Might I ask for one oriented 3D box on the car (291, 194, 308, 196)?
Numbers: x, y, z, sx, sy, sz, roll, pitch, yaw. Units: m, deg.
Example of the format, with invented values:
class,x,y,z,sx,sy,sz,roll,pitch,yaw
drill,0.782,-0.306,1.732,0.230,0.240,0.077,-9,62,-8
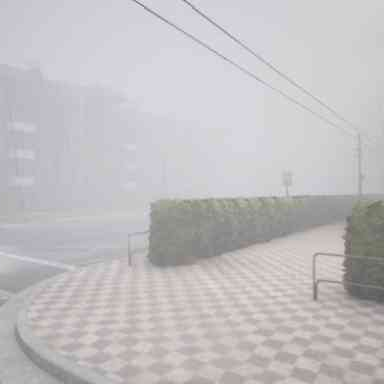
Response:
class,x,y,z,sx,sy,sz,roll,pitch,yaw
car,14.496,1.320,44.091,2.150,2.045,5.566,-1,0,36
